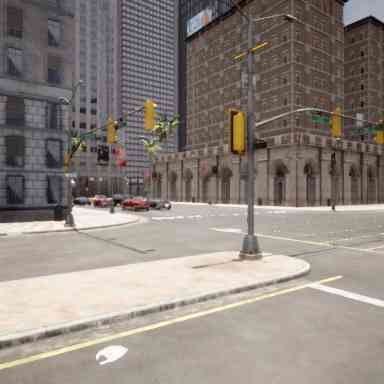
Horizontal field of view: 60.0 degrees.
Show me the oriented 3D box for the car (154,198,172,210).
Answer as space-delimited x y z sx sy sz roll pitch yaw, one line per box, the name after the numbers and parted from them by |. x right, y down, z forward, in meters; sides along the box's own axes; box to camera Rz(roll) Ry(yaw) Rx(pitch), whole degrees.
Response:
-4.431 1.491 42.287 2.128 1.511 4.902 0 0 -36 | car

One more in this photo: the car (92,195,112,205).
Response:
-15.848 1.352 58.452 2.097 1.767 4.553 0 0 -35 | car

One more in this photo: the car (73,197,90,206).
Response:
-18.682 1.547 56.367 2.033 1.411 5.357 0 0 -35 | car

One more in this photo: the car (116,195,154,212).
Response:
-6.829 1.478 39.627 1.882 1.535 5.008 0 0 -36 | car

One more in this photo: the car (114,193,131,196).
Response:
-10.166 1.221 50.319 2.150 2.045 5.566 0 0 -35 | car

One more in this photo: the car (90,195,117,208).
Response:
-12.638 1.564 47.748 1.994 1.385 4.181 0 0 -35 | car
